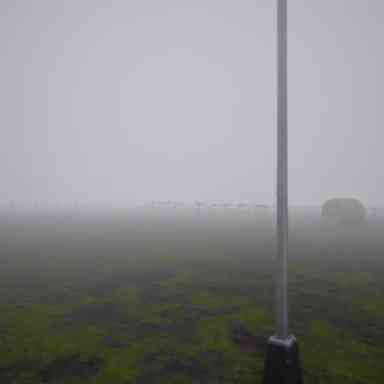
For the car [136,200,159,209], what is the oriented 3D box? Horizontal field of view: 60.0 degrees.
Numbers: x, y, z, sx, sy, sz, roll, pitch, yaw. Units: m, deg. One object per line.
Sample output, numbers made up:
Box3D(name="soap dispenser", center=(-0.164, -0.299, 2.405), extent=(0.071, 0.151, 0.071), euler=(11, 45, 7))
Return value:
Box3D(name="car", center=(-7.546, 2.127, 56.872), extent=(1.812, 1.442, 4.674), euler=(-1, -2, 36))
